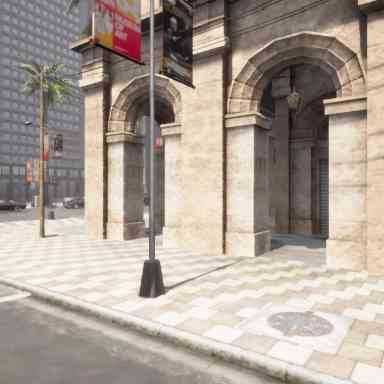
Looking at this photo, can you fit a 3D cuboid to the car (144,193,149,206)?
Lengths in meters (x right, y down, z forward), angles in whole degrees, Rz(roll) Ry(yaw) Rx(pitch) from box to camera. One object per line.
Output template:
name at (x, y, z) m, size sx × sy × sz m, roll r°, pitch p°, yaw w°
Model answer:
car at (-9.039, 1.221, 53.905) m, size 2.150 × 2.045 × 5.566 m, roll 0°, pitch 0°, yaw 35°

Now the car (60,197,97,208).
car at (-16.554, 1.513, 48.755) m, size 2.161 × 1.482 × 4.786 m, roll 0°, pitch 0°, yaw 35°

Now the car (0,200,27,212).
car at (-21.159, 1.601, 37.037) m, size 1.895 × 1.301 × 4.718 m, roll 0°, pitch 0°, yaw 36°

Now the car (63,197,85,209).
car at (-15.103, 1.505, 45.472) m, size 1.837 × 1.490 × 4.892 m, roll 0°, pitch 0°, yaw 36°
